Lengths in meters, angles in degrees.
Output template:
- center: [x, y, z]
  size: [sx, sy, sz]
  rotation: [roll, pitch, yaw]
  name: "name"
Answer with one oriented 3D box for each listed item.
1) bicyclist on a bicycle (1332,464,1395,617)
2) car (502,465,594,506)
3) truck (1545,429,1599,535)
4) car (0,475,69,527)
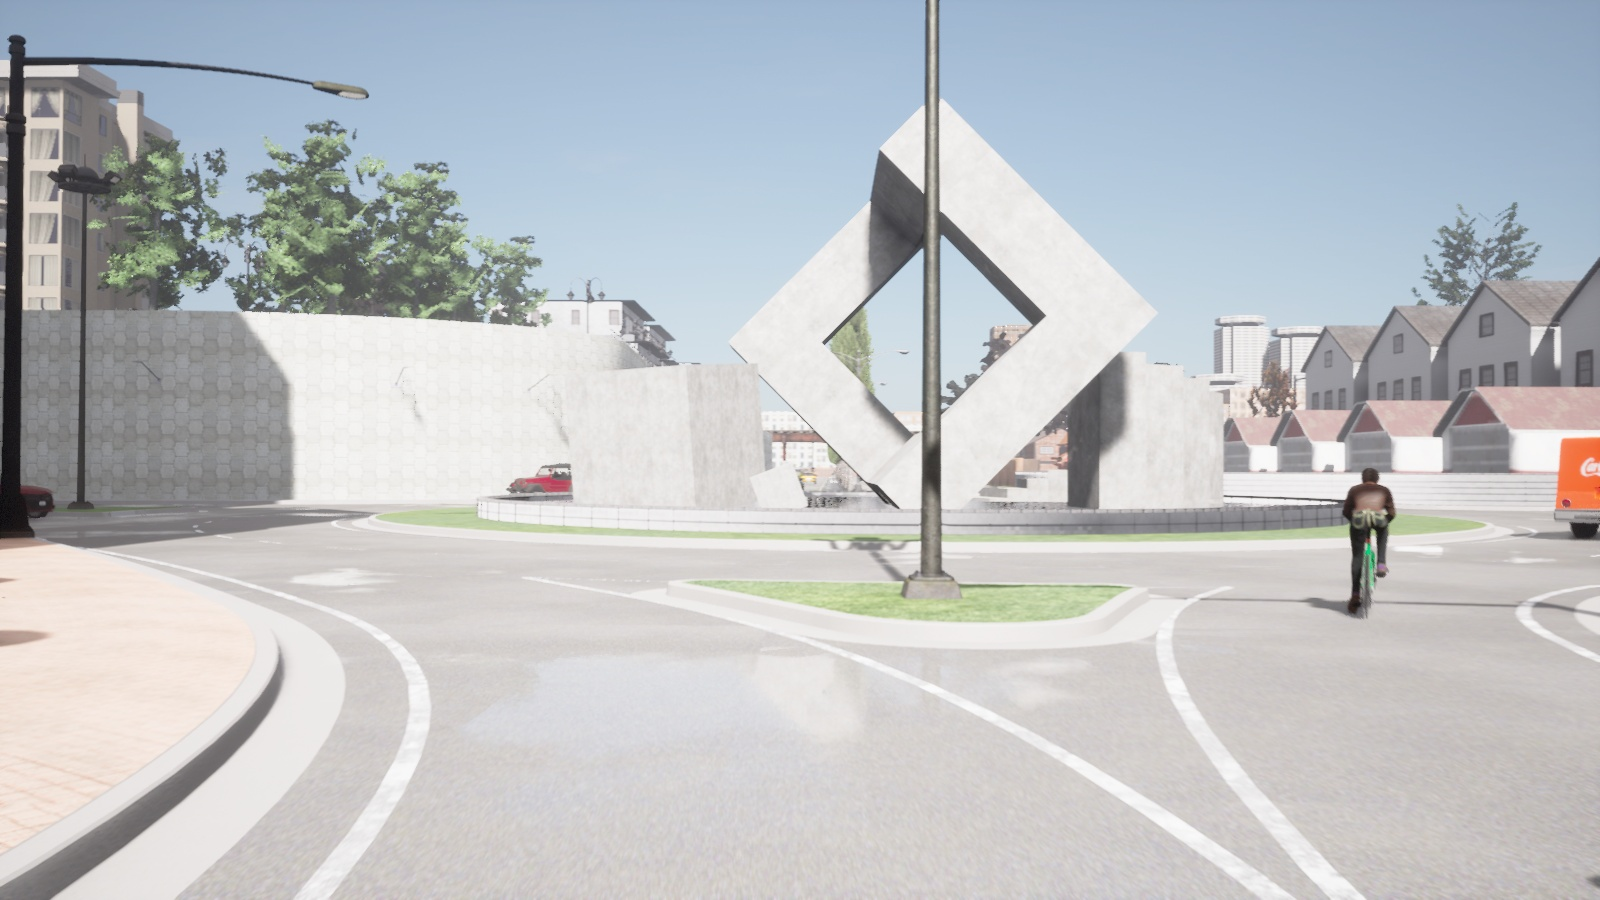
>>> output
- center: [6.386, 0.978, 14.192]
  size: [0.582, 1.620, 1.656]
  rotation: [0, -1, 26]
  name: "bicyclist on a bicycle"
- center: [-11.892, 1.655, 59.355]
  size: [3.866, 1.878, 1.905]
  rotation: [1, -1, -41]
  name: "car"
- center: [20.766, 0.751, 30.591]
  size: [5.204, 2.467, 2.627]
  rotation: [0, -1, -36]
  name: "truck"
- center: [-25.354, 1.547, 38.579]
  size: [5.008, 1.535, 1.882]
  rotation: [0, -1, 11]
  name: "car"
